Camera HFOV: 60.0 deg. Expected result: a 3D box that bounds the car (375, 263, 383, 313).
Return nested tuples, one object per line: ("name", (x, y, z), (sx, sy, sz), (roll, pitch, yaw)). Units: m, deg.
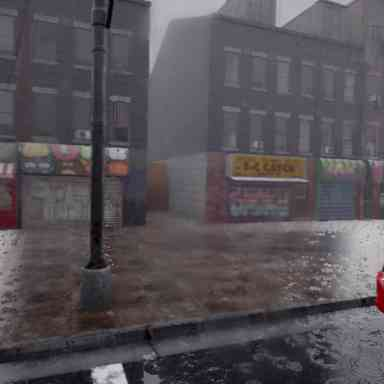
("car", (5.541, 1.154, 5.088), (5.566, 2.045, 2.150), (0, 2, -21))
